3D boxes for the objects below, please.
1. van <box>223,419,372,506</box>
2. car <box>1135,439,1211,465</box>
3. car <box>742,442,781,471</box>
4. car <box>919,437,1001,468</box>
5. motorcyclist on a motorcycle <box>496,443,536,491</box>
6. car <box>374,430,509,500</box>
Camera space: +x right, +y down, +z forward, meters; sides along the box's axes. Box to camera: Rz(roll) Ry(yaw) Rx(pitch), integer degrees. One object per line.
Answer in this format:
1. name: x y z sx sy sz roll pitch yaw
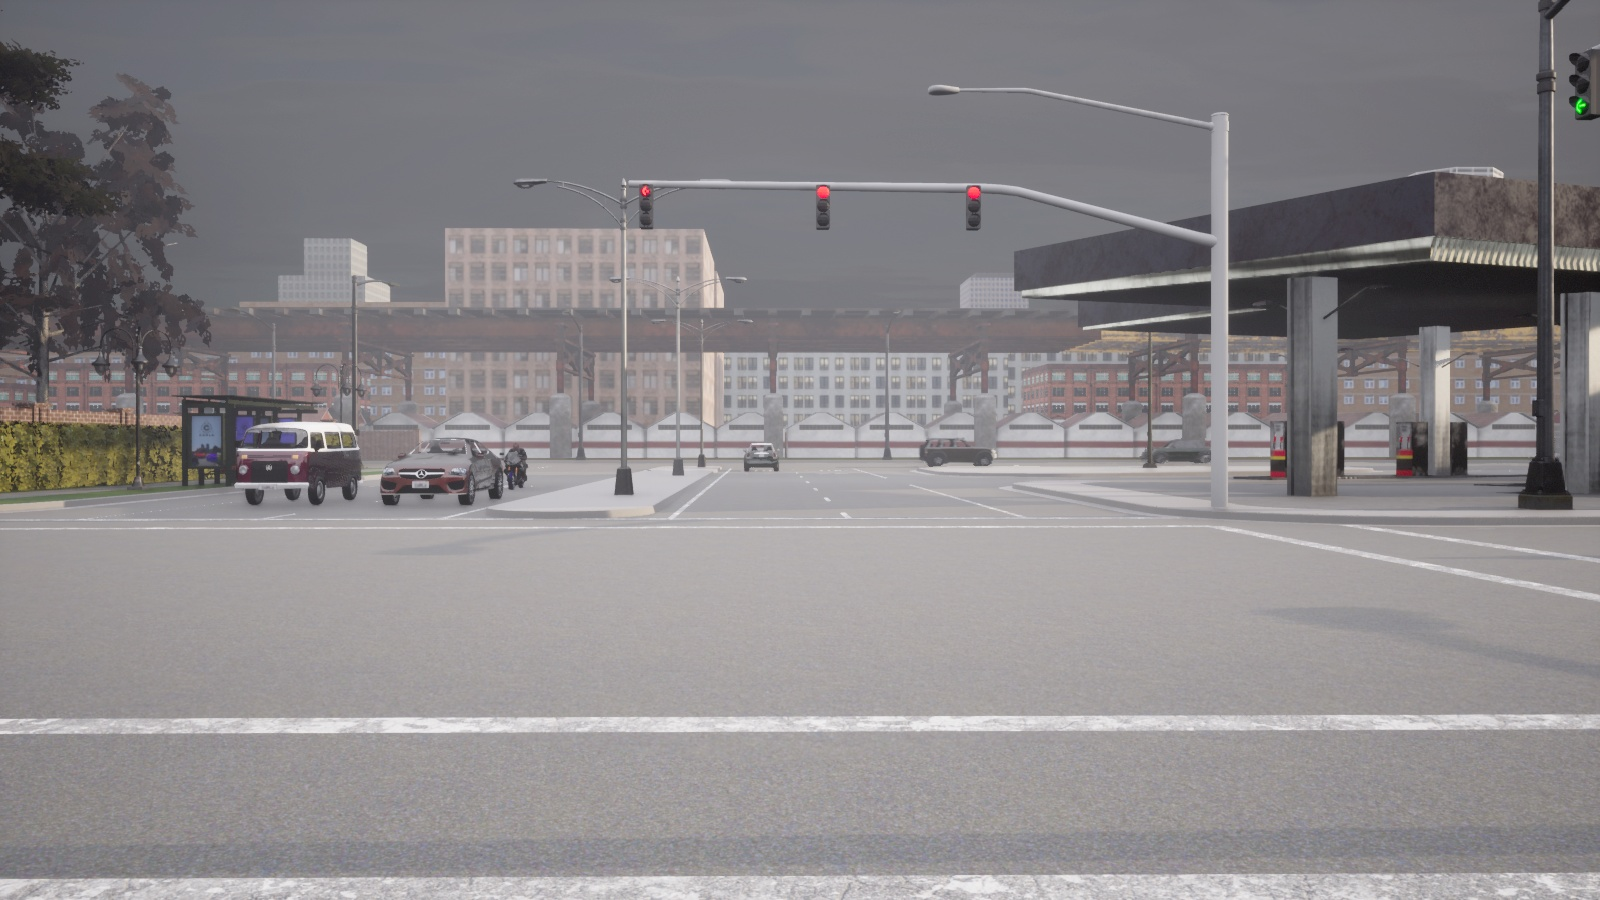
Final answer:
1. van: -12.501 0.282 31.579 2.069 2.038 4.480 0 0 -2
2. car: 25.619 0.138 86.408 4.553 1.767 2.097 0 0 -2
3. car: -2.051 0.333 66.845 1.970 1.475 3.806 0 0 -2
4. car: 9.590 0.144 75.561 4.605 1.855 1.932 0 0 -3
5. motorcyclist on a motorcycle: -9.259 0.543 41.008 0.866 1.530 2.191 0 0 -2
6. car: -9.015 0.337 32.078 2.152 1.651 5.027 0 0 -2
